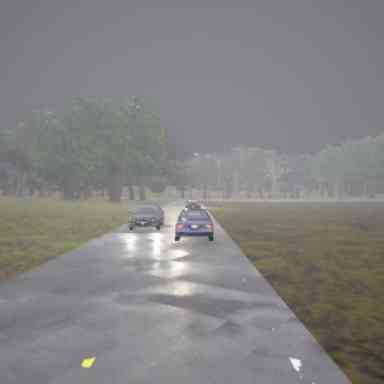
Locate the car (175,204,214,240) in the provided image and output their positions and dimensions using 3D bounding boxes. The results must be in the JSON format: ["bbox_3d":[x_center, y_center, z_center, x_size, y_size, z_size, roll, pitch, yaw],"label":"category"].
[{"bbox_3d":[0.106,1.548,16.921,2.033,1.411,5.357,0,0,0],"label":"car"}]

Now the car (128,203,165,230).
[{"bbox_3d":[-2.745,1.507,20.938,1.837,1.490,4.892,0,0,0],"label":"car"}]

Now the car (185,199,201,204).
[{"bbox_3d":[0.110,1.530,40.797,1.812,1.442,4.674,0,0,0],"label":"car"}]
